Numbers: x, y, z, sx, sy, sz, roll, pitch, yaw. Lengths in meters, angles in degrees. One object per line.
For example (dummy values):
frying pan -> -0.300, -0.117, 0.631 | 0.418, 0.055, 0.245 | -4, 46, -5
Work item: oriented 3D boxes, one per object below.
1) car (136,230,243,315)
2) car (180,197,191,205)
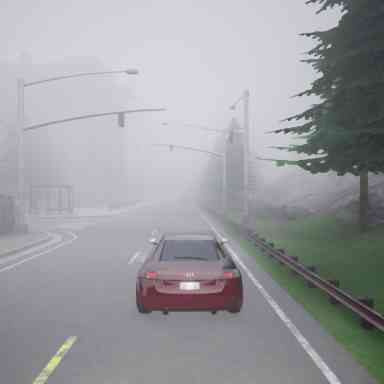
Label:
car -> -0.072, 1.564, 7.657 | 1.994, 1.385, 4.181 | 0, 0, -1
car -> -1.184, 1.564, 59.889 | 1.994, 1.385, 4.181 | 0, 0, -1
